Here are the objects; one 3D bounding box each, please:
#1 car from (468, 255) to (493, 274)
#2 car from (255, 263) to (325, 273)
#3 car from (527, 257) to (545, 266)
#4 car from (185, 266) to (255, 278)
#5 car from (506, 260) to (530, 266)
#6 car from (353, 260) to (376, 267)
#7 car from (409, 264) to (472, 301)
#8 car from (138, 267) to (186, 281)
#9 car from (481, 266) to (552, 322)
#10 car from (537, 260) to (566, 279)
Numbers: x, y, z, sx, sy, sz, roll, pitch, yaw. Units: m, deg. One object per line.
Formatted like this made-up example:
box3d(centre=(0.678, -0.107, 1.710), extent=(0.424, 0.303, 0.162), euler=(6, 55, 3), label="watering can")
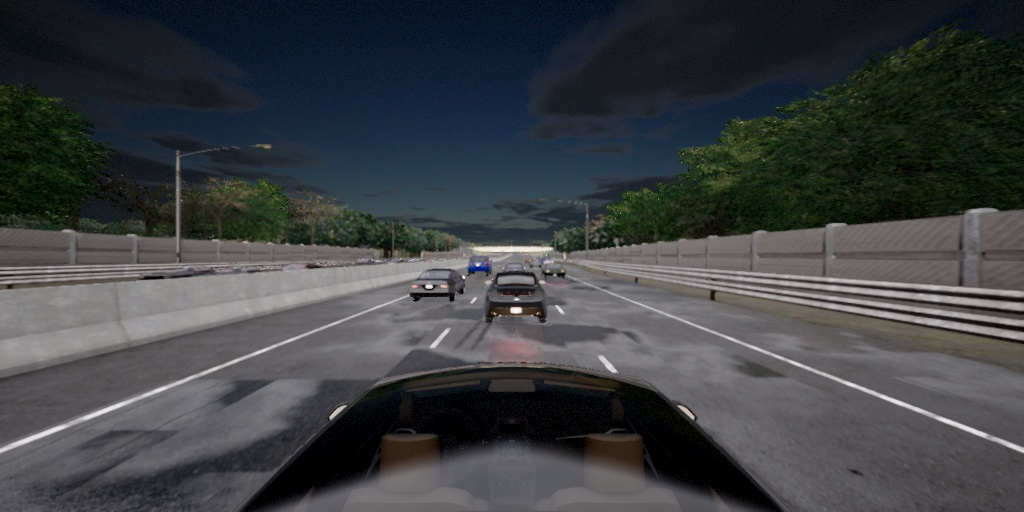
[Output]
box3d(centre=(-3.249, 0.955, 36.876), extent=(2.150, 2.045, 5.566), euler=(0, 0, 0), label="car")
box3d(centre=(-14.032, 1.216, 23.593), extent=(1.882, 1.535, 5.008), euler=(0, 0, 0), label="car")
box3d(centre=(3.863, 1.251, 58.800), extent=(1.994, 1.385, 4.181), euler=(0, 0, 1), label="car")
box3d(centre=(-17.537, 1.339, 22.798), extent=(1.895, 1.301, 4.718), euler=(0, 0, 0), label="car")
box3d(centre=(0.208, 1.283, 31.048), extent=(2.033, 1.411, 5.357), euler=(0, 0, 0), label="car")
box3d(centre=(-23.499, 1.278, 57.371), extent=(2.033, 1.411, 5.357), euler=(0, 0, -2), label="car")
box3d(centre=(-3.369, 1.289, 17.078), extent=(2.033, 1.411, 5.357), euler=(0, 0, 0), label="car")
box3d(centre=(-21.035, 1.339, 23.228), extent=(1.895, 1.301, 4.718), euler=(0, 0, 0), label="car")
box3d(centre=(0.121, 1.249, 12.320), extent=(1.837, 1.490, 4.892), euler=(0, 0, 0), label="car")
box3d(centre=(3.608, 1.288, 32.090), extent=(1.895, 1.301, 4.718), euler=(0, 0, 0), label="car")
